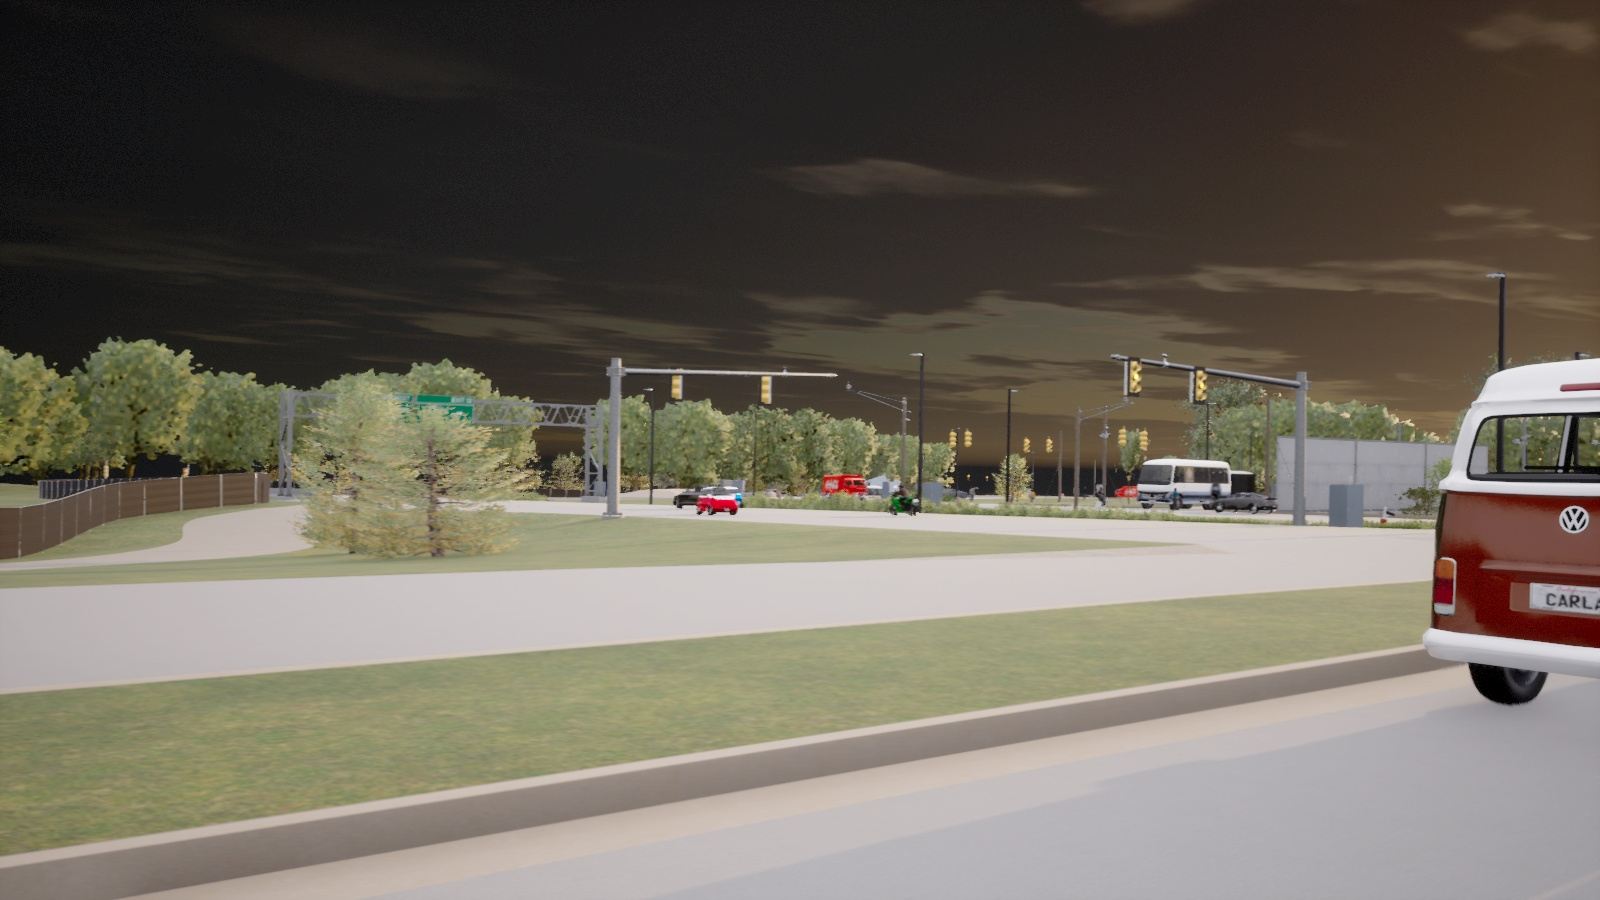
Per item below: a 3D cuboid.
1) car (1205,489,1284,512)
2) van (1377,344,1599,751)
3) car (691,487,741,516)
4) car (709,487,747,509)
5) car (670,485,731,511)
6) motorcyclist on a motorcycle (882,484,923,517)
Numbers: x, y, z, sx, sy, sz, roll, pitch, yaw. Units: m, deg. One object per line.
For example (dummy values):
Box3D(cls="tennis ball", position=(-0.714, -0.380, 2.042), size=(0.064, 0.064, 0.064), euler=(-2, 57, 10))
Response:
Box3D(cls="car", position=(31.228, 3.555, 88.346), size=(2.128, 1.511, 4.902), euler=(1, -1, -34))
Box3D(cls="van", position=(5.779, 0.494, 7.691), size=(4.480, 2.038, 2.069), euler=(0, -1, -35))
Box3D(cls="car", position=(-4.021, 2.447, 59.815), size=(1.481, 1.376, 2.207), euler=(1, -2, -34))
Box3D(cls="car", position=(-4.559, 3.001, 79.152), size=(1.481, 1.376, 2.207), euler=(1, -2, -34))
Box3D(cls="car", position=(-5.970, 2.840, 75.025), size=(1.816, 1.474, 4.193), euler=(1, -2, -34))
Box3D(cls="motorcyclist on a motorcycle", position=(4.826, 2.370, 59.293), size=(0.797, 1.523, 2.044), euler=(1, -2, -34))
